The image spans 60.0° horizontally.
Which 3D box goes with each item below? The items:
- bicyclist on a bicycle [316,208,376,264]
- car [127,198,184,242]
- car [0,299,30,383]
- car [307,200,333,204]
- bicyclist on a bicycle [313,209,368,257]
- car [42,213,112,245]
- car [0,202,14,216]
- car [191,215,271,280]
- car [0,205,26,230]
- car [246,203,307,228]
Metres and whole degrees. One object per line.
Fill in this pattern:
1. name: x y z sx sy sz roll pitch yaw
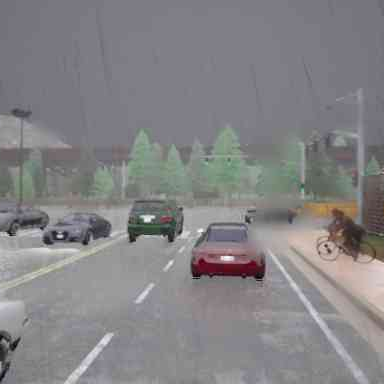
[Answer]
1. bicyclist on a bicycle: 4.770 1.390 10.324 1.656 1.620 0.582 0 -1 25
2. car: -1.734 1.347 17.229 2.150 2.045 5.566 0 0 5
3. car: -3.296 1.612 2.348 1.895 1.301 4.718 0 0 6
4. car: 17.167 1.890 46.352 4.892 1.490 1.837 0 0 4
5. bicyclist on a bicycle: 5.143 1.400 11.595 1.656 1.620 0.582 0 0 0
6. car: -5.409 1.721 16.156 1.994 1.385 4.181 0 0 6
7. car: -21.463 1.775 35.125 4.181 1.385 1.994 0 0 4
8. car: 1.102 1.644 10.285 1.994 1.385 4.181 0 0 6
9. car: -8.887 1.312 16.540 1.994 1.385 4.181 0 0 6
10. car: 5.830 1.683 23.801 4.902 1.511 2.128 1 -1 -43
